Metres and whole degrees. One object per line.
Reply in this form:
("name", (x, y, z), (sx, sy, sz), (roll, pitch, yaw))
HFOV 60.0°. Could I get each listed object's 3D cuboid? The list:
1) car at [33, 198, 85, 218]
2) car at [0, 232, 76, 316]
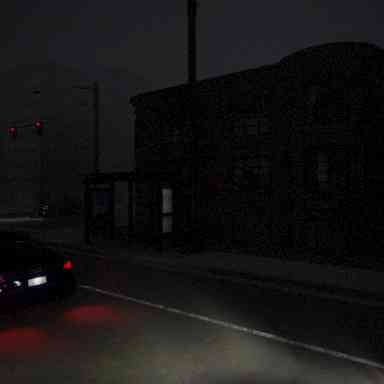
("car", (-12.007, 1.352, 30.301), (2.097, 1.767, 4.553), (0, 0, 36))
("car", (-4.388, 1.564, 7.129), (4.181, 1.385, 1.994), (0, 0, 36))
